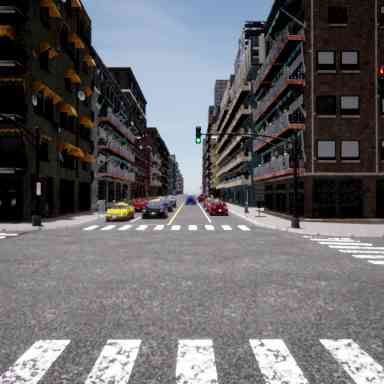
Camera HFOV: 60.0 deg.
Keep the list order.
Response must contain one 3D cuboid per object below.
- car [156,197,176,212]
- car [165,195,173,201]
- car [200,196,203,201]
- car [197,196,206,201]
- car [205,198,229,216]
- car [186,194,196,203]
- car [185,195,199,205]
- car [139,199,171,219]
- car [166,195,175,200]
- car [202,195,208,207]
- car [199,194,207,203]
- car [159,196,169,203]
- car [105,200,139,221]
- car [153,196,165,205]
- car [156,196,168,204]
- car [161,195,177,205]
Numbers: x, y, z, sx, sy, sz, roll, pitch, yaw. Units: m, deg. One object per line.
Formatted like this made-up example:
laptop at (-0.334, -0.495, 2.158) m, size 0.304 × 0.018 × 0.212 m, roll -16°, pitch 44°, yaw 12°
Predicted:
car at (-3.237, 1.574, 38.673) m, size 1.994 × 1.385 × 4.181 m, roll 0°, pitch 0°, yaw 0°
car at (-6.017, 1.560, 87.828) m, size 1.752 × 1.417 × 4.829 m, roll 1°, pitch 0°, yaw 0°
car at (2.510, 1.596, 49.353) m, size 1.802 × 1.307 × 4.206 m, roll 1°, pitch 0°, yaw 0°
car at (2.384, 1.597, 82.493) m, size 1.947 × 1.339 × 4.313 m, roll 1°, pitch 0°, yaw 0°
car at (2.574, 1.553, 32.783) m, size 1.887 × 1.381 × 4.507 m, roll 1°, pitch 0°, yaw 0°
car at (-0.262, 1.376, 69.009) m, size 2.097 × 1.767 × 4.553 m, roll 0°, pitch 0°, yaw 0°
car at (-0.224, 1.544, 59.033) m, size 1.812 × 1.442 × 4.674 m, roll 0°, pitch 0°, yaw 0°
car at (-3.201, 1.571, 29.225) m, size 1.994 × 1.385 × 4.181 m, roll 0°, pitch 0°, yaw 0°
car at (-6.039, 1.589, 93.522) m, size 2.008 × 1.369 × 4.403 m, roll 1°, pitch 0°, yaw 0°
car at (2.553, 1.451, 38.307) m, size 1.967 × 1.590 × 4.097 m, roll 1°, pitch 0°, yaw 0°
car at (2.428, 1.340, 71.448) m, size 2.192 × 1.841 × 5.009 m, roll 1°, pitch 0°, yaw 0°
car at (-5.955, 1.570, 71.429) m, size 1.887 × 1.381 × 4.507 m, roll 1°, pitch 0°, yaw 0°
car at (-5.785, 1.532, 27.072) m, size 1.752 × 1.417 × 4.829 m, roll 1°, pitch 0°, yaw 0°
car at (-5.912, 1.545, 60.212) m, size 1.752 × 1.417 × 4.829 m, roll 1°, pitch 0°, yaw 0°
car at (-5.934, 1.573, 65.906) m, size 2.008 × 1.369 × 4.403 m, roll 1°, pitch 0°, yaw 0°
car at (-3.273, 1.505, 49.012) m, size 2.128 × 1.511 × 4.902 m, roll 0°, pitch 0°, yaw 0°
